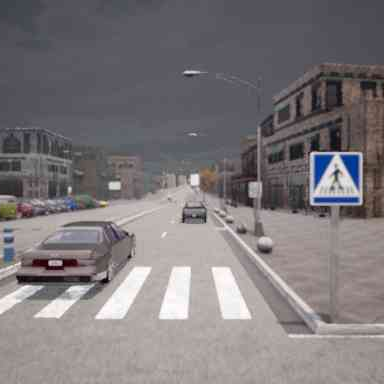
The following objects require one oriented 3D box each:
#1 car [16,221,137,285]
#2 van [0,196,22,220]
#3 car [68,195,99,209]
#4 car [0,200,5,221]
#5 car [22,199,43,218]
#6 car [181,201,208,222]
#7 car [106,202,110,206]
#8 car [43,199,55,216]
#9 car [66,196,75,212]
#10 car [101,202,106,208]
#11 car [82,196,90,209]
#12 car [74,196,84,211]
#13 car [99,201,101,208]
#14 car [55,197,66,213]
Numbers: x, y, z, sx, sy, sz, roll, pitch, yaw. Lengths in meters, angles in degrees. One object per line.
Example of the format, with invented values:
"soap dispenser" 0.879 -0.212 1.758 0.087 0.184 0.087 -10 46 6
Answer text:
"car" -2.890 1.543 9.527 2.033 1.411 5.357 0 0 0
"van" -16.088 1.254 25.829 4.442 1.987 1.878 0 0 0
"car" -16.080 1.381 45.002 5.566 2.045 2.435 0 -1 0
"car" -15.964 1.513 22.951 4.674 1.452 2.002 0 0 0
"car" -15.989 1.491 28.463 5.008 1.535 2.097 0 0 0
"car" 0.179 1.471 25.858 2.128 1.511 4.902 0 0 0
"car" -15.899 1.748 53.267 5.366 1.575 1.946 0 -1 0
"car" -15.965 1.535 31.219 4.792 1.488 2.163 0 0 0
"car" -16.023 1.546 36.731 4.892 1.521 2.231 0 0 0
"car" -16.077 1.748 50.508 4.674 1.452 2.002 0 -1 0
"car" -16.045 1.599 42.243 5.008 1.535 2.097 0 -1 0
"car" -16.024 1.570 39.487 5.008 1.535 2.097 0 -1 0
"car" -16.030 1.542 47.755 4.553 1.767 2.185 0 -1 0
"car" -16.013 1.524 33.975 4.892 1.521 2.231 0 0 0
